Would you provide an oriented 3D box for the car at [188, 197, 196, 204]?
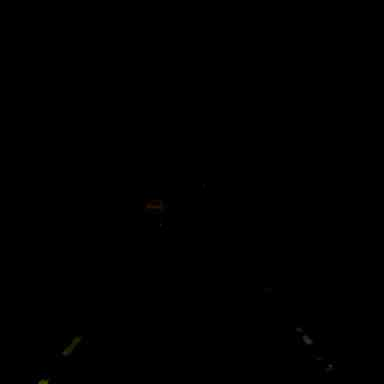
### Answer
[{"bbox_3d":[-0.016,1.910,73.854,1.882,1.535,5.008,0,-1,0],"label":"car"}]

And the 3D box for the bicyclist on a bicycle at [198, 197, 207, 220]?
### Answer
[{"bbox_3d":[0.956,1.413,27.922,0.659,1.776,1.843,0,0,0],"label":"bicyclist on a bicycle"}]

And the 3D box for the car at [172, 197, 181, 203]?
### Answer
[{"bbox_3d":[-3.516,1.806,75.670,1.882,1.535,5.008,0,-1,0],"label":"car"}]

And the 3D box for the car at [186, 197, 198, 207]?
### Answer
[{"bbox_3d":[0.086,1.726,56.872,1.837,1.490,4.892,0,-1,0],"label":"car"}]

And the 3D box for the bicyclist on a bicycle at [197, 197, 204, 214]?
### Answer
[{"bbox_3d":[0.953,1.441,36.851,0.659,1.776,1.843,0,0,0],"label":"bicyclist on a bicycle"}]

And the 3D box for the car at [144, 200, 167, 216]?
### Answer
[{"bbox_3d":[-3.603,1.537,33.445,1.882,1.535,5.008,0,0,0],"label":"car"}]
